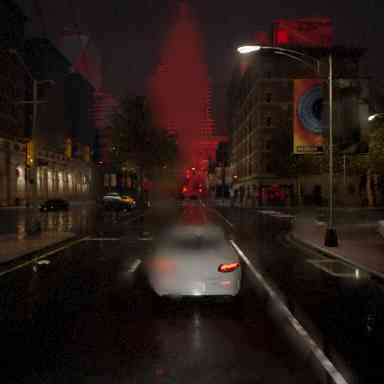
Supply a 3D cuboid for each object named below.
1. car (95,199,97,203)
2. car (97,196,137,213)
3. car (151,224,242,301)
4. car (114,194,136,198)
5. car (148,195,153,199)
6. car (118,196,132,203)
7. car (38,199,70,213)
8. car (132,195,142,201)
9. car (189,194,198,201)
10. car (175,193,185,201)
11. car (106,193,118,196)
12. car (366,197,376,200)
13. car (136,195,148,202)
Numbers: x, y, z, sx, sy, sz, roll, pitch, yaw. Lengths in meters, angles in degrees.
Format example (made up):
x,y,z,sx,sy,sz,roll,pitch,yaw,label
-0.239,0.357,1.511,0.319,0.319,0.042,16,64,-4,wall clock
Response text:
x,y,z,sx,sy,sz,roll,pitch,yaw,label
-17.970,1.595,66.948,1.895,1.301,4.718,0,0,0,car
-8.562,1.547,37.510,2.033,1.411,5.357,0,0,-34,car
0.110,1.526,8.204,1.812,1.442,4.674,0,0,1,car
-11.352,1.478,56.098,1.882,1.535,5.008,0,0,1,car
-11.136,1.534,86.795,2.033,1.411,5.357,0,0,0,car
-14.693,1.540,73.412,2.033,1.411,5.357,0,0,0,car
-14.952,1.505,36.313,1.837,1.490,4.892,0,0,0,car
-14.628,1.487,88.860,1.837,1.490,4.892,0,0,0,car
0.362,1.493,86.484,1.837,1.490,4.892,0,0,0,car
-3.138,1.218,86.529,2.150,2.045,5.566,0,0,0,car
-14.807,1.221,61.296,2.150,2.045,5.566,0,0,1,car
34.730,1.481,68.120,2.231,1.521,4.892,0,0,0,car
-11.202,1.478,71.385,1.882,1.535,5.008,0,0,0,car
